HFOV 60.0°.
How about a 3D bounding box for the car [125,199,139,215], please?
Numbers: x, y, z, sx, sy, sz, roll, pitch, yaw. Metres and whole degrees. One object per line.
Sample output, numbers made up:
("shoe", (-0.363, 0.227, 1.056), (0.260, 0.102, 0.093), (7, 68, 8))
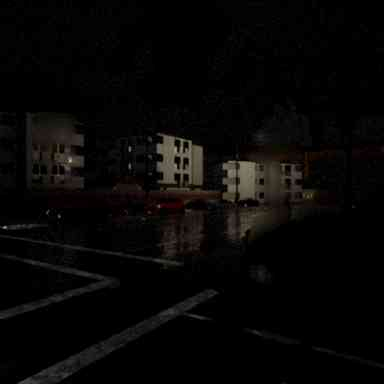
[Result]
("car", (-6.117, 1.476, 34.039), (2.128, 1.511, 4.902), (0, 0, 38))

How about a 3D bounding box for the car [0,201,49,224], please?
("car", (-13.135, 1.490, 24.717), (1.837, 1.490, 4.892), (0, 0, 37))

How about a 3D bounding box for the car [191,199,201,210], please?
("car", (0.738, 1.548, 42.671), (1.994, 1.385, 4.181), (0, 0, 40))

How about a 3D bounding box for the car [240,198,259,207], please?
("car", (8.243, 1.550, 49.792), (4.181, 1.385, 1.994), (0, 0, -35))

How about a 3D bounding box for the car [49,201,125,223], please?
("car", (-8.015, 1.477, 25.741), (2.128, 1.511, 4.902), (0, 0, 37))

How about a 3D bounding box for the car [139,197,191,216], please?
("car", (-2.586, 1.338, 32.887), (2.097, 1.767, 4.553), (0, 0, 38))

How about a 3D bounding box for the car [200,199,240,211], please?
("car", (3.523, 1.587, 40.671), (1.895, 1.301, 4.718), (0, 0, 40))

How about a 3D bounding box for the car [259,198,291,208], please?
("car", (12.419, 1.552, 48.390), (4.181, 1.385, 1.994), (0, 0, -29))

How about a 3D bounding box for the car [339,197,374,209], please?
("car", (22.189, 1.500, 44.863), (4.892, 1.490, 1.837), (0, 0, -18))
